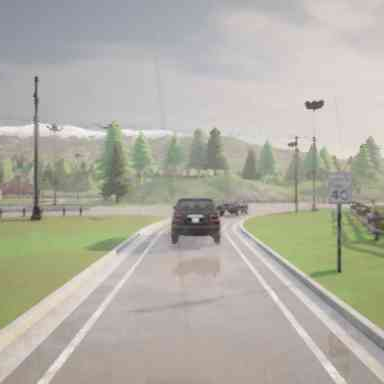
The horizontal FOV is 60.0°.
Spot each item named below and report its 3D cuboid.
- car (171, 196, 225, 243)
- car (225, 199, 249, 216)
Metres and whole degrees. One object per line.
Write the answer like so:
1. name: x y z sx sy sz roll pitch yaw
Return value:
1. car: 0.244 1.206 16.045 2.150 2.045 5.566 0 0 2
2. car: 4.103 1.475 31.981 1.837 1.490 4.892 0 -1 25
